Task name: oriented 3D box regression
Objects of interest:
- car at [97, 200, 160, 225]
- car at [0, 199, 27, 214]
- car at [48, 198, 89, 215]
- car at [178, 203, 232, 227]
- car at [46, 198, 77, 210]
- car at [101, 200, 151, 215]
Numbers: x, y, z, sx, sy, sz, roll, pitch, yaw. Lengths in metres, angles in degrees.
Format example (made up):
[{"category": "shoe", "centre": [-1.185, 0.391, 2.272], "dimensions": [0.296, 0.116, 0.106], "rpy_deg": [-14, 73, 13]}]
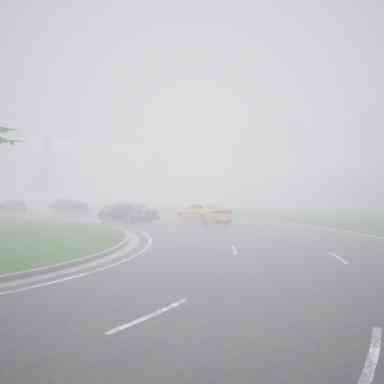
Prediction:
[{"category": "car", "centre": [-4.707, 1.547, 24.209], "dimensions": [5.357, 1.411, 2.033], "rpy_deg": [0, 0, 41]}, {"category": "car", "centre": [-19.573, 1.491, 35.949], "dimensions": [4.902, 1.511, 2.128], "rpy_deg": [0, 0, 42]}, {"category": "car", "centre": [-12.758, 1.478, 34.666], "dimensions": [5.008, 1.535, 1.882], "rpy_deg": [0, 0, 39]}, {"category": "car", "centre": [0.755, 1.477, 22.959], "dimensions": [1.882, 1.535, 5.008], "rpy_deg": [1, 0, -30]}, {"category": "car", "centre": [-16.876, 1.505, 42.954], "dimensions": [4.892, 1.490, 1.837], "rpy_deg": [0, 0, 43]}, {"category": "car", "centre": [-6.914, 1.547, 34.448], "dimensions": [5.357, 1.411, 2.033], "rpy_deg": [0, 0, 37]}]
